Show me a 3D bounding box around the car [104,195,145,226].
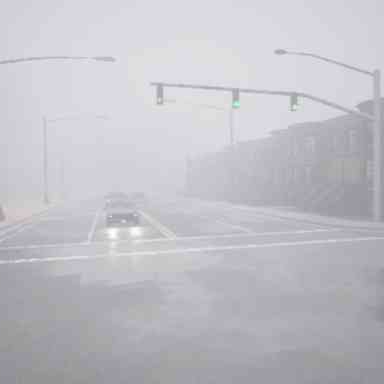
[{"bbox_3d":[-4.376,1.149,20.593,2.033,1.411,5.357,-1,1,-14],"label":"car"}]

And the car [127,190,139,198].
[{"bbox_3d":[-10.744,0.345,60.284,1.812,1.442,4.674,-1,1,-14],"label":"car"}]

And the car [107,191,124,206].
[{"bbox_3d":[-9.342,0.714,40.538,1.882,1.535,5.008,-1,1,-14],"label":"car"}]

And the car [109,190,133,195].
[{"bbox_3d":[-6.880,0.771,30.558,2.097,1.767,4.553,-1,1,-14],"label":"car"}]

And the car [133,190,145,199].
[{"bbox_3d":[-8.233,0.504,50.391,1.837,1.490,4.892,-1,1,-14],"label":"car"}]
